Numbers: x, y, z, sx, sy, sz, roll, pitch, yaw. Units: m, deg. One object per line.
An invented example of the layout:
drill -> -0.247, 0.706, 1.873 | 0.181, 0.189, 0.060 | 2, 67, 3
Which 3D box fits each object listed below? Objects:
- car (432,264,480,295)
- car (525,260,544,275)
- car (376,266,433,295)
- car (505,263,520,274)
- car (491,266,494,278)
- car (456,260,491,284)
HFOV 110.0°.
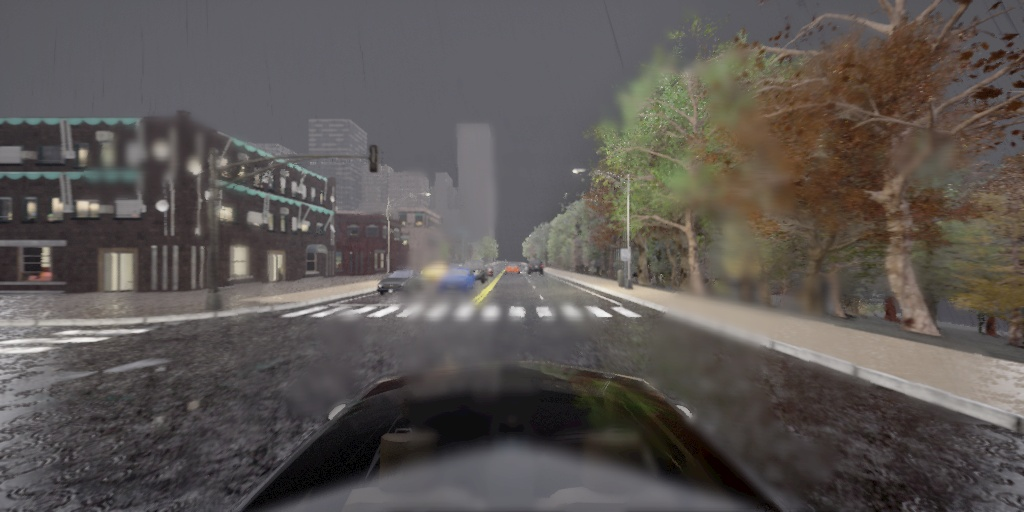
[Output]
car -> -3.340, 1.495, 22.488 | 1.882, 1.535, 5.008 | 0, -1, 0
car -> 3.370, 1.612, 51.755 | 2.150, 2.045, 5.566 | 0, -1, 0
car -> -6.592, 1.561, 22.227 | 2.033, 1.411, 5.357 | 0, -1, 0
car -> 0.112, 1.768, 53.756 | 2.097, 1.767, 4.553 | 0, -1, 0
car -> -3.319, 1.632, 43.072 | 2.097, 1.767, 4.553 | 0, -1, 0
car -> -3.340, 1.362, 32.182 | 2.150, 2.045, 5.566 | 0, -1, 0
